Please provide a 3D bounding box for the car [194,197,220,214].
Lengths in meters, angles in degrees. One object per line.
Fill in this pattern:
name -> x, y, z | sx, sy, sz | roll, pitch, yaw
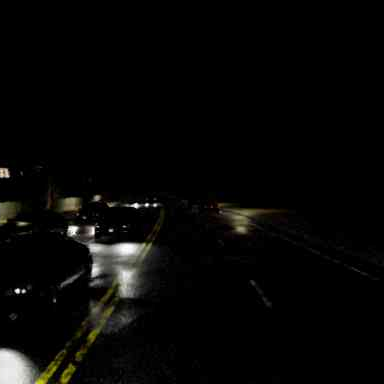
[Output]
car -> 1.785, 1.562, 36.005 | 2.033, 1.411, 5.357 | 0, 0, -5

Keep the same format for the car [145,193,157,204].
car -> -7.671, 1.354, 62.611 | 2.097, 1.767, 4.553 | 0, 0, -7

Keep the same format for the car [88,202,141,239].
car -> -3.801, 1.520, 17.626 | 1.837, 1.490, 4.892 | 0, 0, -2

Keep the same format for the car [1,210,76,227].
car -> -6.952, 1.543, 14.819 | 1.812, 1.442, 4.674 | 0, 0, -2

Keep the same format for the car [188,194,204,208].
car -> 0.634, 1.236, 48.708 | 2.150, 2.045, 5.566 | 0, 0, -6

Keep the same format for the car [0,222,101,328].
car -> -3.487, 1.573, 6.983 | 1.994, 1.385, 4.181 | 0, 0, -2

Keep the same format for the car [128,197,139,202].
car -> -10.862, 1.600, 62.020 | 1.895, 1.301, 4.718 | 0, 0, -7

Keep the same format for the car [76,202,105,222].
car -> -7.370, 1.524, 25.150 | 1.837, 1.490, 4.892 | 0, 0, -1
